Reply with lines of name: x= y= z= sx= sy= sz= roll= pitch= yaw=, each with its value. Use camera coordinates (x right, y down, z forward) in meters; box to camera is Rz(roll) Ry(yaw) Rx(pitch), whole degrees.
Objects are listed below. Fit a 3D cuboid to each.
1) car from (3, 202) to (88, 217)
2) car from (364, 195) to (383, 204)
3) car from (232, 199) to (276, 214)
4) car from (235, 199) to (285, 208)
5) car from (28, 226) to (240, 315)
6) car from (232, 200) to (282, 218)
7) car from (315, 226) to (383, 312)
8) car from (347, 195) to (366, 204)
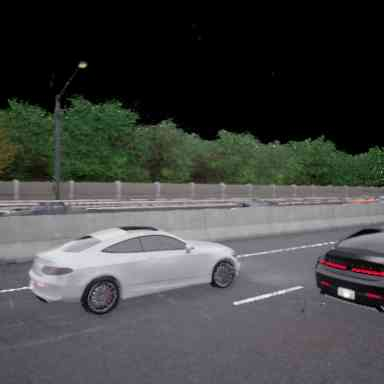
car: x=-9.870 y=1.427 z=22.717 sx=5.357 sy=1.411 sz=2.033 roll=0 pitch=0 yaw=-35
car: x=24.650 y=1.466 z=42.311 sx=5.357 sy=1.411 sz=2.033 roll=0 pitch=0 yaw=-35
car: x=6.356 y=1.459 z=33.959 sx=4.181 sy=1.385 sz=1.994 roll=0 pitch=0 yaw=-34
car: x=5.393 y=1.474 z=24.791 sx=5.357 sy=1.411 sz=2.033 roll=0 pitch=0 yaw=-35
car: x=-1.046 y=1.493 z=7.418 sx=4.674 sy=1.442 sz=1.812 roll=0 pitch=0 yaw=-35
car: x=5.786 y=1.475 z=29.311 sx=4.181 sy=1.385 sz=1.994 roll=0 pitch=0 yaw=-35
car: x=4.645 y=1.496 z=7.111 sx=4.892 sy=1.490 sz=1.837 roll=0 pitch=0 yaw=-35
car: x=23.337 y=1.265 z=45.651 sx=4.553 sy=1.767 sz=2.097 roll=0 pitch=0 yaw=-35
